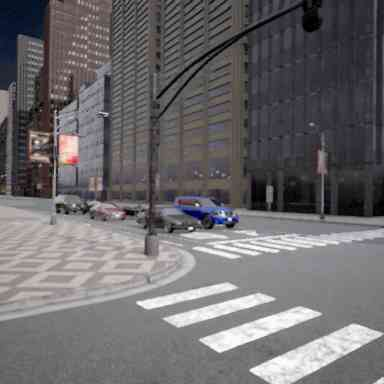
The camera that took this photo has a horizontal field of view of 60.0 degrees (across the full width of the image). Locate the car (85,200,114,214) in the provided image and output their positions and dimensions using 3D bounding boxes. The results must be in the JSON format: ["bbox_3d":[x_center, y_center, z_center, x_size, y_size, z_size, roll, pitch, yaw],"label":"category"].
[{"bbox_3d":[-11.021,1.741,39.246,1.812,1.442,4.674,1,-1,-35],"label":"car"}]

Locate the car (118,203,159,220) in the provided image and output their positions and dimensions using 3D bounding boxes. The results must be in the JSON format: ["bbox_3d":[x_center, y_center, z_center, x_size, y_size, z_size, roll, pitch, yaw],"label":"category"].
[{"bbox_3d":[-5.056,1.775,30.898,1.895,1.301,4.718,1,-1,-36],"label":"car"}]

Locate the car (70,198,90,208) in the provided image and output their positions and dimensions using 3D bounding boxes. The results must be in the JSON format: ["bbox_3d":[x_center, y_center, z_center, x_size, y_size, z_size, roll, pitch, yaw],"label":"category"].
[{"bbox_3d":[-19.114,1.845,56.455,1.837,1.490,4.892,1,-1,-36],"label":"car"}]

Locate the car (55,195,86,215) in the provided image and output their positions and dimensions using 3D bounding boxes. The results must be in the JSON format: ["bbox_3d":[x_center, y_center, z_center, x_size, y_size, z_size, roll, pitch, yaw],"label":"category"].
[{"bbox_3d":[-13.530,1.391,37.176,2.150,2.045,5.566,1,-1,-36],"label":"car"}]

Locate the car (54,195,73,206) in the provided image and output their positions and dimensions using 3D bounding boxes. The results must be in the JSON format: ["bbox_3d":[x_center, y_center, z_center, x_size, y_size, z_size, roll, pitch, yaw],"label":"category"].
[{"bbox_3d":[-25.170,1.603,64.912,2.150,2.045,5.566,1,-1,-36],"label":"car"}]

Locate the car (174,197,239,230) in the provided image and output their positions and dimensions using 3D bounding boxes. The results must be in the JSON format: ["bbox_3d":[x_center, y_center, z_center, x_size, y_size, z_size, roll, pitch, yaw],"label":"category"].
[{"bbox_3d":[0.728,1.357,22.817,2.150,2.045,5.566,1,-1,-36],"label":"car"}]

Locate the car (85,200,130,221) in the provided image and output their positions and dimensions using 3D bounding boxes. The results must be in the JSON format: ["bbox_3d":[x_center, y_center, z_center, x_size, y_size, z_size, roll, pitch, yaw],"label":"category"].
[{"bbox_3d":[-7.302,1.653,28.455,1.812,1.442,4.674,1,-1,-36],"label":"car"}]

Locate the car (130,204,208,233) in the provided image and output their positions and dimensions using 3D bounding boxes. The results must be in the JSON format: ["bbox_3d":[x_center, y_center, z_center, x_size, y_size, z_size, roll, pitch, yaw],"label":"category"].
[{"bbox_3d":[-1.600,1.636,20.491,2.033,1.411,5.357,1,-1,-35],"label":"car"}]
